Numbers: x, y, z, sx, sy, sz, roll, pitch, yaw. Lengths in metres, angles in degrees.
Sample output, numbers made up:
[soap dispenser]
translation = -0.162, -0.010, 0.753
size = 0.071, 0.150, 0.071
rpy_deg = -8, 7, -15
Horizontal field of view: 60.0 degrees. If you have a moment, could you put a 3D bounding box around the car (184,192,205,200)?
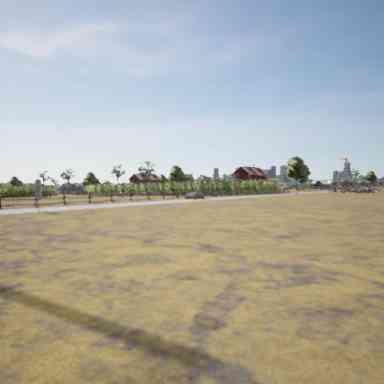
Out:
[car]
translation = 0.447, 0.614, 59.600
size = 1.994, 1.385, 4.181
rpy_deg = 0, 1, 36
